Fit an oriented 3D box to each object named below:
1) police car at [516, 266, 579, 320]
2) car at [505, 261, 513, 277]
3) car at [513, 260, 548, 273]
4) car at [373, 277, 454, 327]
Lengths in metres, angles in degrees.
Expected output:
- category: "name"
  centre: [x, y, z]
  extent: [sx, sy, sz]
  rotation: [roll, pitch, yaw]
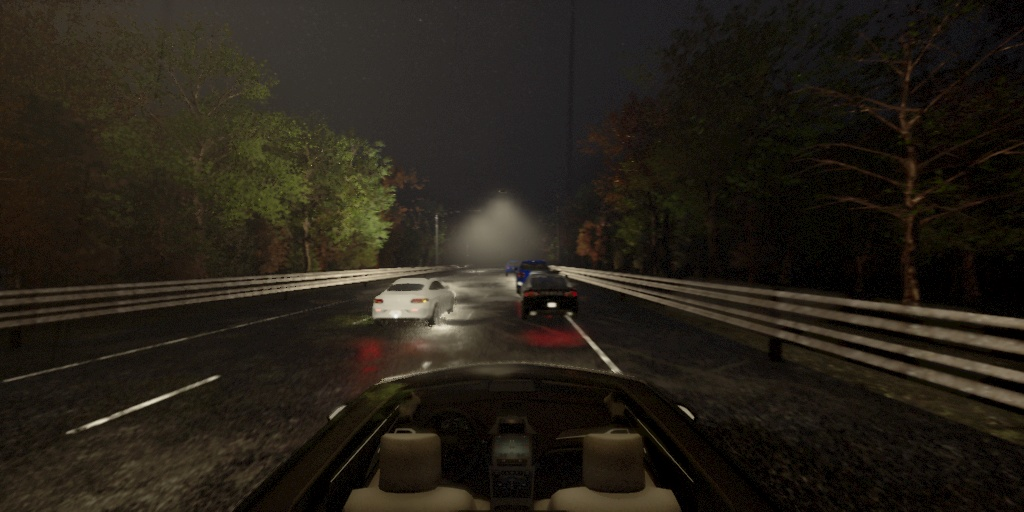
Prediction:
- category: "police car"
  centre: [1.255, 1.339, 13.616]
  extent: [1.930, 1.638, 5.238]
  rotation: [0, -1, 1]
- category: "car"
  centre: [0.205, 1.729, 49.329]
  extent: [2.150, 2.045, 5.566]
  rotation: [0, -1, 0]
- category: "car"
  centre: [1.331, 1.292, 23.602]
  extent: [2.150, 2.045, 5.566]
  rotation: [0, -1, 0]
- category: "car"
  centre: [-3.207, 1.456, 12.319]
  extent: [1.812, 1.442, 4.674]
  rotation: [0, -1, 1]
